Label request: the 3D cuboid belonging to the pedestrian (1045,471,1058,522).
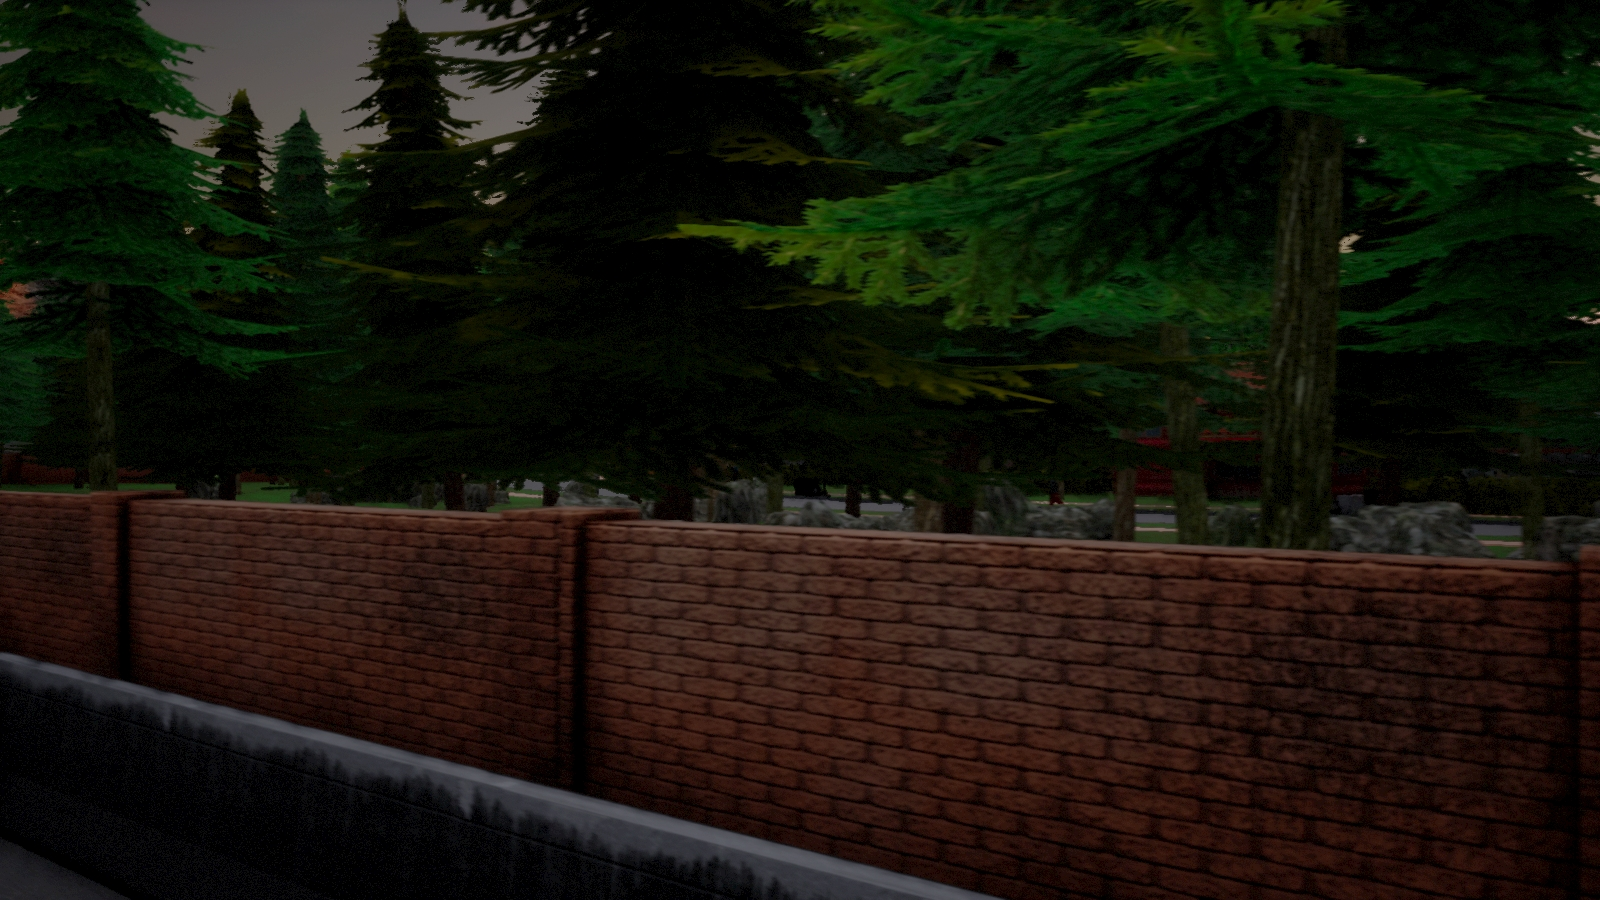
[{"bbox_3d":[9.189,1.686,41.713,0.375,1.860,0.375,0,0,31],"label":"pedestrian"}]
